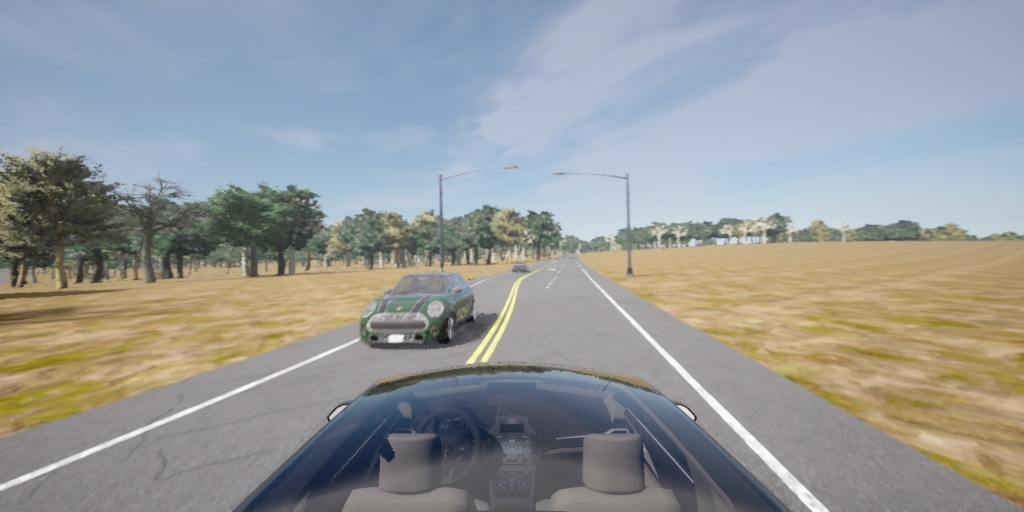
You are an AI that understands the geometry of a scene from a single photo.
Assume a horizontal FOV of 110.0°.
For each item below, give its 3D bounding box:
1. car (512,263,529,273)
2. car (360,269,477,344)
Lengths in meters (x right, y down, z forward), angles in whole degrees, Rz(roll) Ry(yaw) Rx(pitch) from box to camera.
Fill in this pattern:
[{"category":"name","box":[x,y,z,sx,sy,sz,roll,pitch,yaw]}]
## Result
[{"category":"car","box":[1.178,1.683,50.249,1.994,1.385,4.181,-1,0,10]},{"category":"car","box":[-2.383,1.251,10.155,2.097,1.767,4.553,-1,-1,5]}]
